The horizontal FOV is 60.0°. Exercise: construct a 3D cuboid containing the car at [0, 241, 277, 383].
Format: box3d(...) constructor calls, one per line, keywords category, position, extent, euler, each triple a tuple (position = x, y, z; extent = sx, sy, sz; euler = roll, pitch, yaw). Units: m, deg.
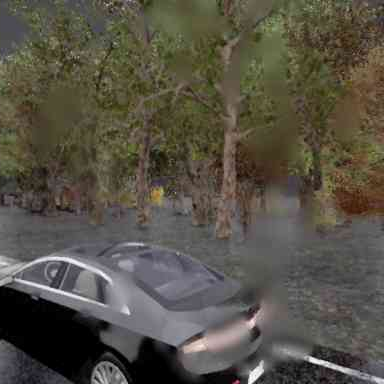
box3d(category="car", position=(-1.297, 1.467, 4.636), extent=(4.902, 1.511, 2.128), euler=(1, 1, 38))
